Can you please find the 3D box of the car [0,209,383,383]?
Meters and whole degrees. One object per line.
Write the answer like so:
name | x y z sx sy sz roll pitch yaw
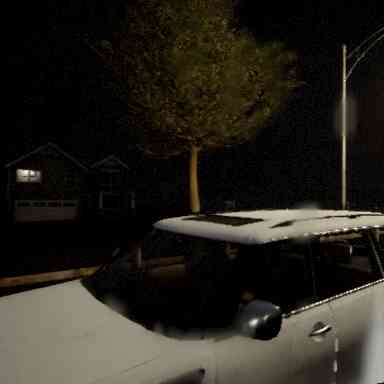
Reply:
car | 0.437 1.237 3.378 5.566 2.045 2.150 1 -1 -35
